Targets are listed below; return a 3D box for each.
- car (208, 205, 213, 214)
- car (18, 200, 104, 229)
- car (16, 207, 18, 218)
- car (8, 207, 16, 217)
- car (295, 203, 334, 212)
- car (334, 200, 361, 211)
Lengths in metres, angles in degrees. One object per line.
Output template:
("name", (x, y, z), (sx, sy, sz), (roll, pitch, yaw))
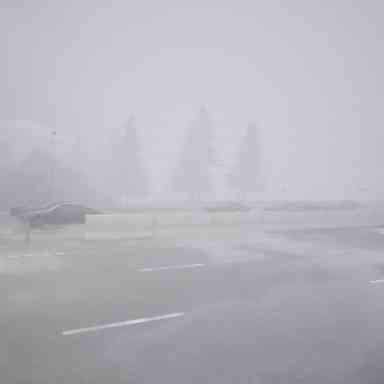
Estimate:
("car", (3.504, 1.602, 33.401), (4.718, 1.301, 1.895), (1, 0, -26))
("car", (-7.680, 1.392, 20.054), (4.674, 1.442, 1.812), (1, 0, -26))
("car", (-9.224, 1.313, 23.211), (5.008, 1.535, 1.882), (1, 0, -26))
("car", (-11.620, 1.403, 25.933), (4.718, 1.301, 1.895), (1, 0, -26))
("car", (9.667, 1.661, 28.635), (4.181, 1.385, 1.994), (1, 0, -26))
("car", (18.510, 1.689, 40.786), (5.008, 1.535, 1.882), (1, 0, -26))
